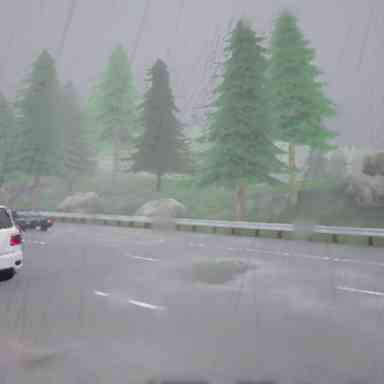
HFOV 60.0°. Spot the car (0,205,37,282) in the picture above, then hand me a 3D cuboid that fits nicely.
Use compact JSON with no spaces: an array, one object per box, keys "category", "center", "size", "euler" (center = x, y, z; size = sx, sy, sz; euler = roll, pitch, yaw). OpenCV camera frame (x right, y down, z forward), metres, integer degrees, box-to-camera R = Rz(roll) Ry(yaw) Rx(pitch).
[{"category":"car","center":[-6.687,1.288,8.759],"size":[5.566,2.045,2.150],"euler":[0,0,36]}]

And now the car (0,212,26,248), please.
[{"category":"car","center":[-9.628,1.666,15.157],"size":[4.181,1.385,1.994],"euler":[0,0,36]}]

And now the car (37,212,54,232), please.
[{"category":"car","center":[-10.416,1.724,19.912],"size":[4.718,1.301,1.895],"euler":[0,0,36]}]
